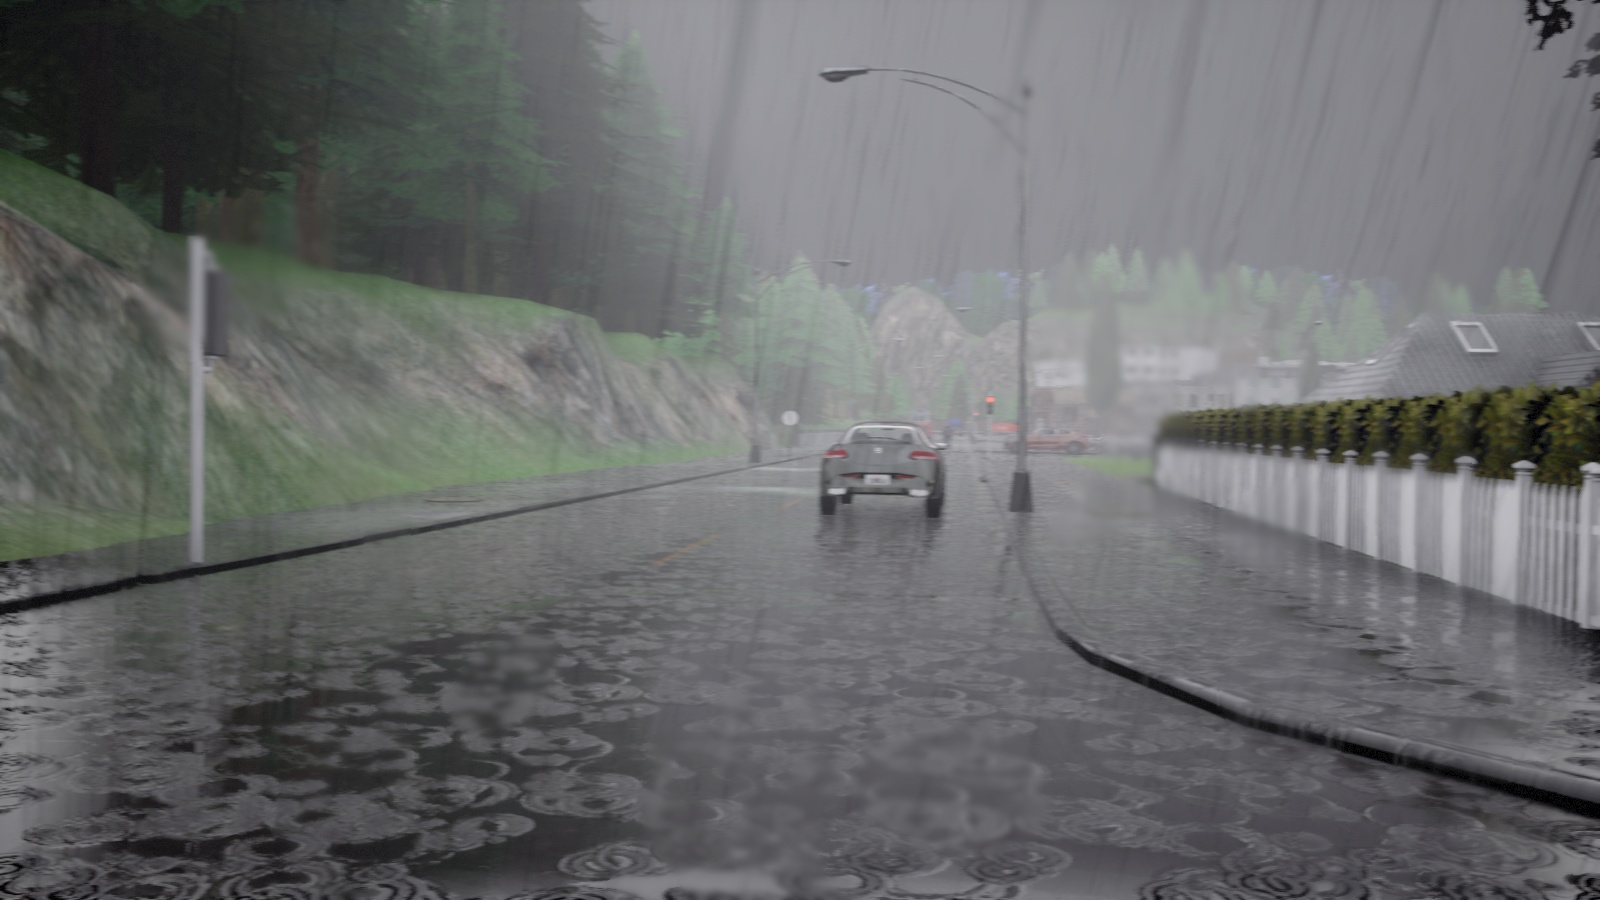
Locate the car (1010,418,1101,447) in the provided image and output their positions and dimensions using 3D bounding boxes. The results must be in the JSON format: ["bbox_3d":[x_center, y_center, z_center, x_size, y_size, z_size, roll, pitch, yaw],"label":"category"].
[{"bbox_3d":[15.049,-1.013,74.229,5.027,1.651,2.152,0,1,5],"label":"car"}]

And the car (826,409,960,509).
[{"bbox_3d":[1.854,0.102,23.360,2.152,1.651,5.027,0,1,8],"label":"car"}]
